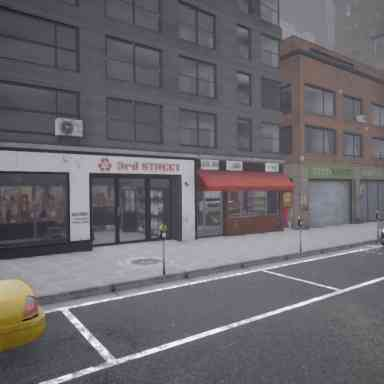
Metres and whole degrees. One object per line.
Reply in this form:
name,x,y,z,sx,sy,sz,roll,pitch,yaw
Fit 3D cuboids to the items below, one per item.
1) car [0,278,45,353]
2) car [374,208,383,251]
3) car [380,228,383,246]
car,-4.275,1.526,3.614,4.829,1.417,1.752,0,-1,-36
car,9.306,1.439,13.307,4.097,1.590,1.967,0,-1,-36
car,7.440,1.220,8.689,5.566,2.045,2.150,0,0,-36
